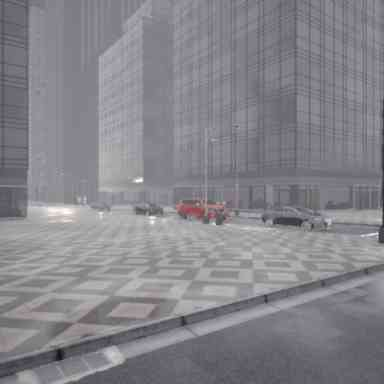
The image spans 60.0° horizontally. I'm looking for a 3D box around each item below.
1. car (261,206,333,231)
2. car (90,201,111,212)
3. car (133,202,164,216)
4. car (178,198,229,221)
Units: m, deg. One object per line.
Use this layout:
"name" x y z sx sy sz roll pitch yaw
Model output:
"car" 6.793 1.670 21.924 2.128 1.511 4.902 0 -1 -36
"car" -13.974 2.229 50.721 1.837 1.490 4.892 0 -1 -36
"car" -5.086 1.967 38.310 1.882 1.535 5.008 0 -1 -36
"car" 0.884 1.555 30.058 2.150 2.045 5.566 0 -1 -37
